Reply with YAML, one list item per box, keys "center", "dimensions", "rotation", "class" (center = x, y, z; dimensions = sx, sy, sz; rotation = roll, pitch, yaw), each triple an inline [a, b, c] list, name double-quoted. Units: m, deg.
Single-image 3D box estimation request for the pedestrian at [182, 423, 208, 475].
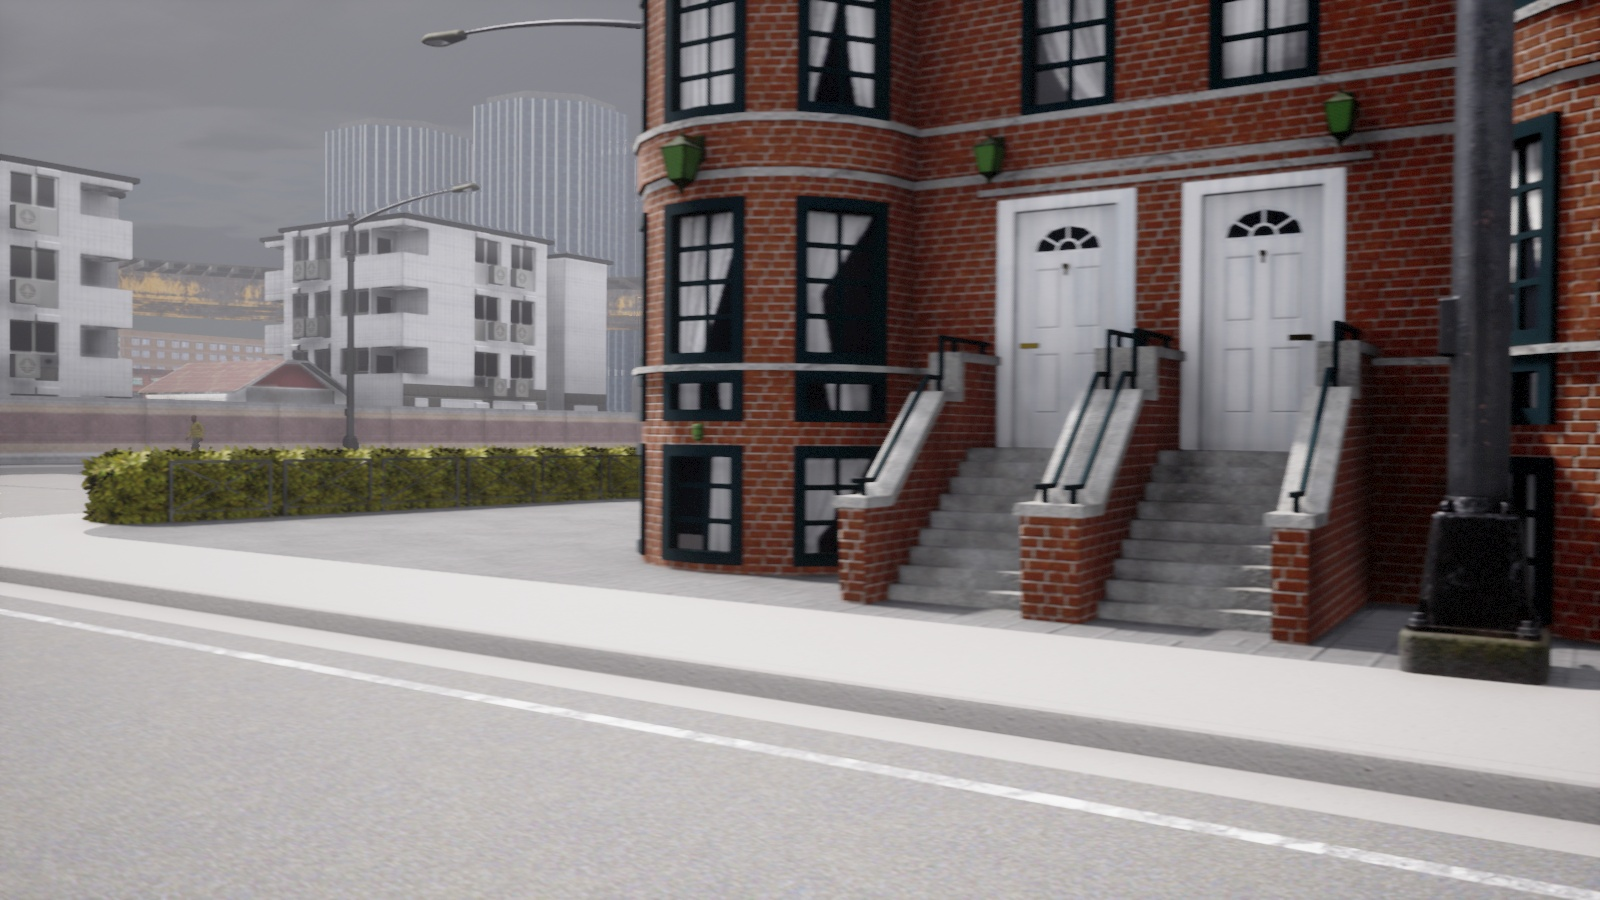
- center: [-21.728, -0.033, 45.121]
  dimensions: [0.370, 1.835, 0.726]
  rotation: [0, 1, 36]
  class: "pedestrian"
